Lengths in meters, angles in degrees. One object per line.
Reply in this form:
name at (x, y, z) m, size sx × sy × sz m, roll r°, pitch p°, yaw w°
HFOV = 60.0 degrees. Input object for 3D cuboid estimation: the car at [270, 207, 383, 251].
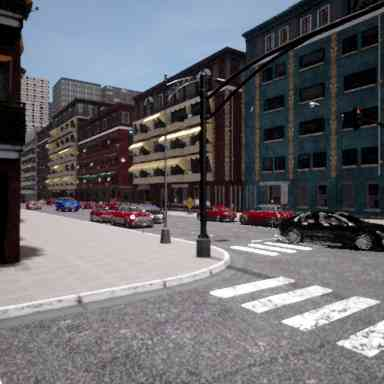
car at (6.227, 1.590, 14.646) m, size 4.892 × 1.490 × 1.837 m, roll -1°, pitch 0°, yaw 43°

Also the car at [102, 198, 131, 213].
car at (-10.668, 1.850, 46.813) m, size 2.192 × 1.841 × 5.009 m, roll -1°, pitch 0°, yaw -35°

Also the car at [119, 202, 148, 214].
car at (-7.477, 2.033, 42.270) m, size 1.947 × 1.339 × 4.313 m, roll -1°, pitch 0°, yaw -35°

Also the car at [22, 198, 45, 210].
car at (-26.664, 2.168, 55.897) m, size 1.967 × 1.590 × 4.097 m, roll -1°, pitch 0°, yaw -35°

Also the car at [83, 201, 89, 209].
car at (-17.036, 2.253, 55.897) m, size 1.802 × 1.307 × 4.206 m, roll -1°, pitch 0°, yaw -35°

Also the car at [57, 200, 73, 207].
car at (-26.596, 2.424, 69.524) m, size 2.008 × 1.369 × 4.403 m, roll -1°, pitch 0°, yaw -35°

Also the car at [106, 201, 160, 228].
car at (-4.358, 1.691, 24.099) m, size 1.967 × 1.590 × 4.097 m, roll -1°, pitch 0°, yaw -35°

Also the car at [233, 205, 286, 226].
car at (5.274, 1.634, 24.106) m, size 1.967 × 1.590 × 4.097 m, roll -1°, pitch 0°, yaw -35°

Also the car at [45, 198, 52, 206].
car at (-32.973, 2.323, 78.610) m, size 2.192 × 1.841 × 5.009 m, roll -1°, pitch 0°, yaw -35°

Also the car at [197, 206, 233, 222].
car at (2.086, 1.844, 28.645) m, size 1.802 × 1.307 × 4.206 m, roll -1°, pitch 0°, yaw -35°

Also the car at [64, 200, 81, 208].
car at (-23.409, 2.372, 64.981) m, size 1.947 × 1.339 × 4.313 m, roll -1°, pitch 0°, yaw -35°

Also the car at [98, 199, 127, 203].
car at (-9.658, 1.945, 41.101) m, size 1.882 × 1.535 × 5.008 m, roll 0°, pitch -1°, yaw -35°

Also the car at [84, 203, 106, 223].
car at (-7.543, 1.901, 28.642) m, size 1.802 × 1.307 × 4.206 m, roll -1°, pitch 0°, yaw -35°

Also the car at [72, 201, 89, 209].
car at (-20.223, 2.321, 60.439) m, size 1.802 × 1.307 × 4.206 m, roll -1°, pitch 0°, yaw -35°

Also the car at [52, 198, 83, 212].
car at (-18.046, 1.818, 48.060) m, size 2.150 × 2.045 × 5.566 m, roll 0°, pitch -1°, yaw -35°

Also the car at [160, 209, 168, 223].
car at (-3.763, 1.776, 27.561) m, size 2.128 × 1.511 × 4.902 m, roll 0°, pitch -1°, yaw -35°
